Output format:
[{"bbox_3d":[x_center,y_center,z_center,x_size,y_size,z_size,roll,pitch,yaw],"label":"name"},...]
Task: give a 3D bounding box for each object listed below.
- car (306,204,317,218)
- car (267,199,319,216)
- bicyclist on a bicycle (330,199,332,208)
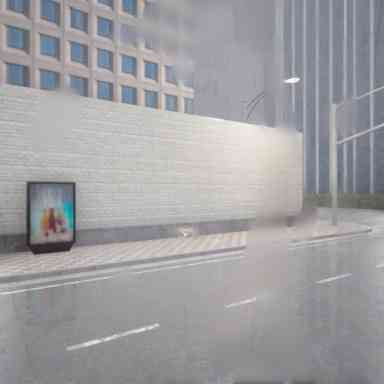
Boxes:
[{"bbox_3d":[9.082,1.533,30.780,1.882,1.535,5.008,0,0,-36],"label":"car"},{"bbox_3d":[10.462,1.547,34.866,2.128,1.511,4.902,0,0,-36],"label":"car"},{"bbox_3d":[18.685,1.356,43.961,1.656,1.620,0.582,0,0,-36],"label":"bicyclist on a bicycle"}]
